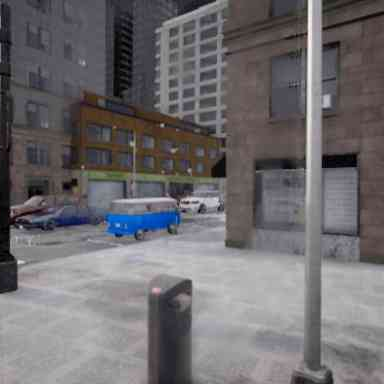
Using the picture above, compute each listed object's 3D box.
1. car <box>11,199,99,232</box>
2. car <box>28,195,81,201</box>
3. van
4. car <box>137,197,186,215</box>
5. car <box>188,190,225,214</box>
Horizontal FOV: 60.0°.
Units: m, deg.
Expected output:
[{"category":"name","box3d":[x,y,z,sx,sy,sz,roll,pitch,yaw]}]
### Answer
[{"category":"car","box3d":[-7.157,1.364,19.075,2.033,1.411,5.357,1,1,35]},{"category":"car","box3d":[-9.126,1.107,20.875,2.192,1.841,5.009,1,2,35]},{"category":"van","box3d":[-2.163,1.199,15.958,1.690,1.788,3.998,1,2,35]},{"category":"car","box3d":[-2.657,1.199,30.042,1.887,1.381,4.507,1,2,35]},{"category":"car","box3d":[1.035,0.864,30.664,2.150,2.045,5.566,1,1,35]}]
